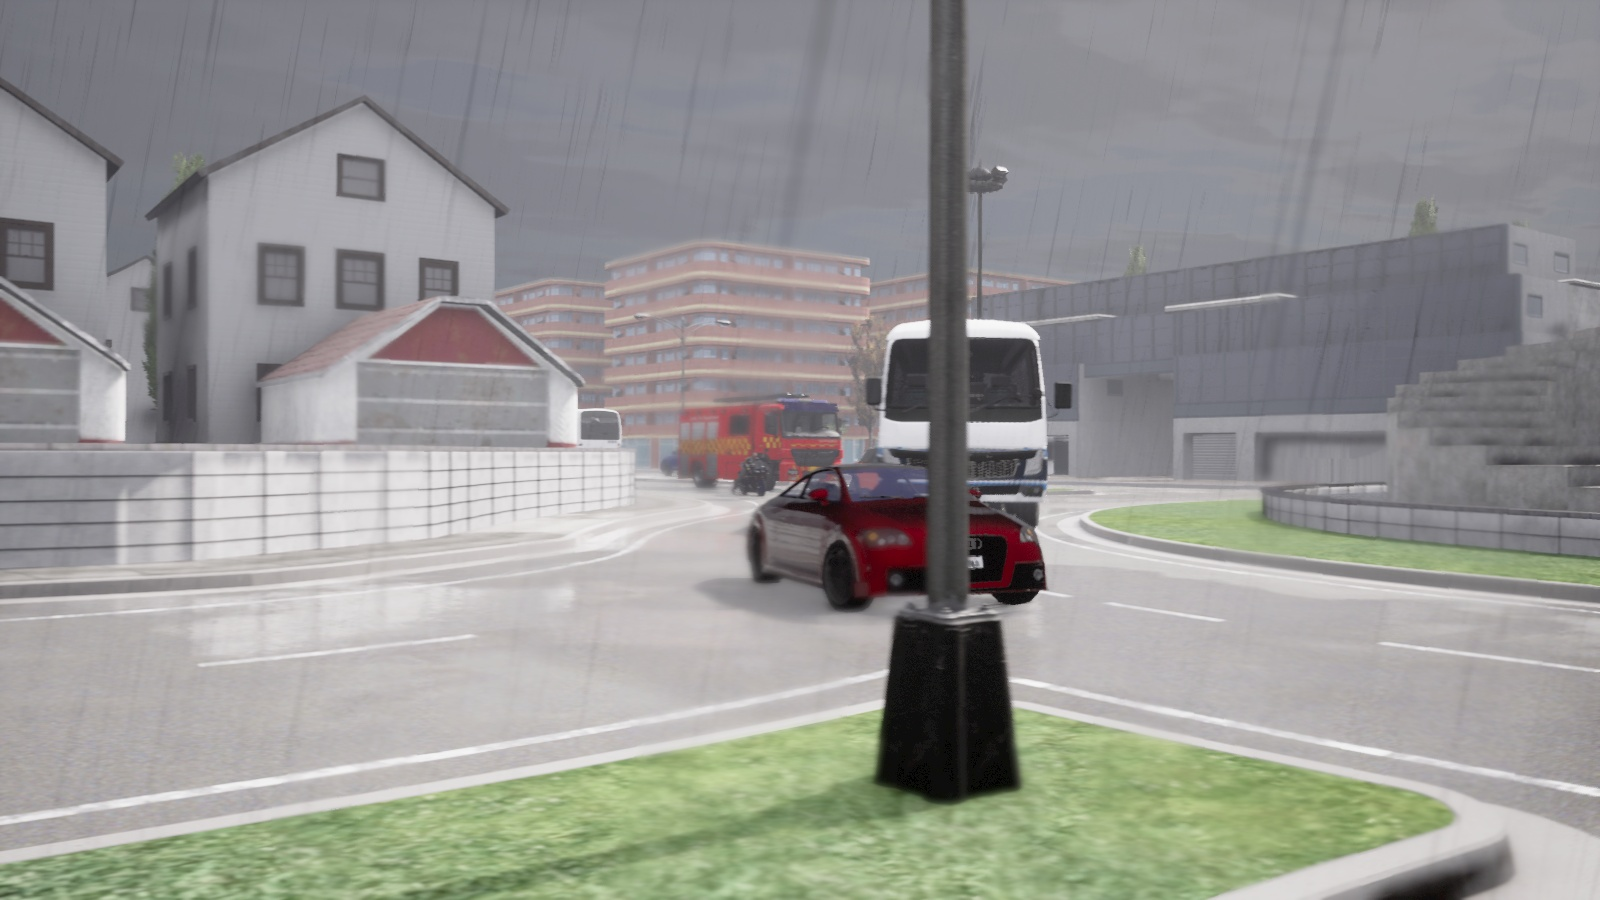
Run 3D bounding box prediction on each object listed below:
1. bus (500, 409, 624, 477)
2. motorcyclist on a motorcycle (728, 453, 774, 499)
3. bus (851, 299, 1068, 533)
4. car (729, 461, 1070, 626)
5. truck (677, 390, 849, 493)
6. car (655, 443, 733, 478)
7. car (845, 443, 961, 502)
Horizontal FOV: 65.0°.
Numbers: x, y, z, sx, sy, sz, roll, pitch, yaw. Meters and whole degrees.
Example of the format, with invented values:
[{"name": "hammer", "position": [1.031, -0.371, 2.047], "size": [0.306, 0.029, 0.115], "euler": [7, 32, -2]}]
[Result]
[{"name": "bus", "position": [-16.032, -0.436, 83.837], "size": [3.944, 4.253, 10.273], "euler": [0, 0, -37]}, {"name": "motorcyclist on a motorcycle", "position": [-1.696, 0.866, 43.231], "size": [0.866, 1.530, 2.191], "euler": [0, 0, -23]}, {"name": "bus", "position": [3.490, -0.585, 28.153], "size": [3.944, 4.253, 10.273], "euler": [0, 0, 6]}, {"name": "car", "position": [0.820, 0.831, 13.147], "size": [1.994, 1.385, 4.181], "euler": [0, 0, -20]}, {"name": "truck", "position": [-1.702, -0.318, 50.963], "size": [2.891, 3.827, 8.468], "euler": [0, 0, -34]}, {"name": "car", "position": [-6.556, 0.626, 77.035], "size": [2.150, 2.045, 5.566], "euler": [0, 0, -37]}, {"name": "car", "position": [3.171, 0.671, 39.683], "size": [2.097, 1.767, 4.553], "euler": [0, 0, -17]}]
